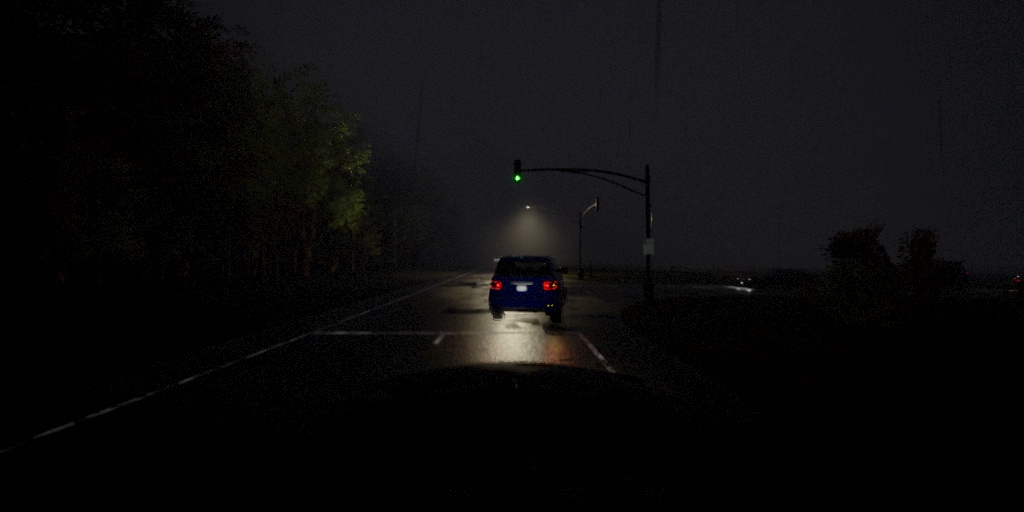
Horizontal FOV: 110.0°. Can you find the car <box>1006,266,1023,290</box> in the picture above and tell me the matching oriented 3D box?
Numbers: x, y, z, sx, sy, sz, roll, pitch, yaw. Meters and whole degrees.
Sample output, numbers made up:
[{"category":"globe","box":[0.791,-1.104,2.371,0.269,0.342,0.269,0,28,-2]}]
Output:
[{"category":"car","box":[39.619,1.628,26.031,4.553,1.767,2.097,1,-1,0]}]

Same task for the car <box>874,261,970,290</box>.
[{"category":"car","box":[29.606,1.388,26.094,5.566,2.045,2.150,1,-1,0]}]

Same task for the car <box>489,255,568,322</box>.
[{"category":"car","box":[0.729,0.993,12.661,2.150,2.045,5.566,0,0,10]}]

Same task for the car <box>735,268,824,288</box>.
[{"category":"car","box":[19.417,1.603,26.133,5.357,1.411,2.033,1,-1,0]}]

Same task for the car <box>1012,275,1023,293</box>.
[{"category":"car","box":[34.414,1.713,22.365,4.181,1.385,1.994,1,-1,0]}]
